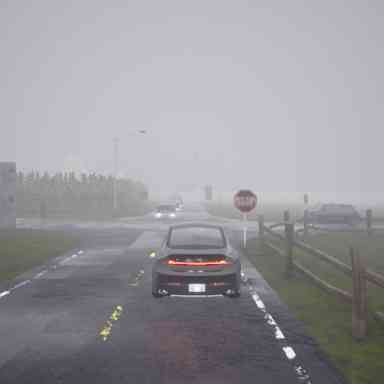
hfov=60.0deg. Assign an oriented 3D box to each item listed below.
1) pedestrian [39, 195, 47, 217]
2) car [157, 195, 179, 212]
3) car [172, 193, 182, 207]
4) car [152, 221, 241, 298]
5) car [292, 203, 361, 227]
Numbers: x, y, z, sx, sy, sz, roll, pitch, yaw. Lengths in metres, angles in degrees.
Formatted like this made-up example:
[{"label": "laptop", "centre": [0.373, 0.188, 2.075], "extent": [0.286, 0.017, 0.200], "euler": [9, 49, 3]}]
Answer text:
[{"label": "pedestrian", "centre": [-12.218, 1.141, 27.267], "extent": [0.375, 1.860, 0.375], "euler": [0, -2, 0]}, {"label": "car", "centre": [-2.917, 1.484, 38.769], "extent": [1.882, 1.535, 5.008], "euler": [0, 0, 0]}, {"label": "car", "centre": [-2.928, 1.361, 49.054], "extent": [2.097, 1.767, 4.553], "euler": [0, 0, 0]}, {"label": "car", "centre": [0.087, 1.506, 8.505], "extent": [1.837, 1.490, 4.892], "euler": [0, 0, 0]}, {"label": "car", "centre": [9.750, 1.569, 24.344], "extent": [4.553, 1.767, 2.097], "euler": [1, -1, 0]}]
